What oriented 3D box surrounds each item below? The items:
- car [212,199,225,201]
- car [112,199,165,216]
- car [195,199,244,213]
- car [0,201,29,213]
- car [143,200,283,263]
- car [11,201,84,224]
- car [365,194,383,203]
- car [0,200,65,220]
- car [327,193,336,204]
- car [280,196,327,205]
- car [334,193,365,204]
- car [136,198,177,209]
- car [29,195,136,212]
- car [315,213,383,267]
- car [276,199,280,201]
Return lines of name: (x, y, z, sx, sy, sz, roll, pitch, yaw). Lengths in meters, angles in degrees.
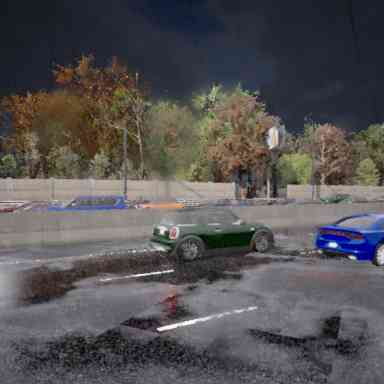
car: (5.035, 1.548, 35.180, 5.357, 1.411, 2.033, 0, 0, -31)
car: (-5.260, 1.505, 33.200, 4.892, 1.490, 1.837, 0, 0, -30)
car: (3.174, 1.548, 38.152, 5.357, 1.411, 2.033, 0, 0, -30)
car: (-10.272, 1.526, 22.140, 4.674, 1.442, 1.812, 0, 0, -31)
car: (0.819, 1.353, 12.194, 4.553, 1.767, 2.097, 0, 0, -30)
car: (-11.135, 1.492, 25.704, 4.902, 1.511, 2.128, 0, 0, -30)
car: (25.364, 1.228, 43.031, 5.566, 2.045, 2.150, 0, 0, -30)
car: (-13.629, 1.478, 28.301, 5.008, 1.535, 1.882, 0, 0, -30)
car: (20.974, 1.228, 48.570, 5.566, 2.045, 2.150, 0, 0, -30)
car: (13.436, 1.493, 40.101, 4.902, 1.511, 2.128, 0, 0, -30)
car: (21.952, 1.358, 45.090, 4.553, 1.767, 2.097, 0, 0, -30)
car: (-3.153, 1.352, 30.380, 4.553, 1.767, 2.097, 0, 0, -30)
car: (-6.579, 1.221, 20.259, 5.566, 2.045, 2.150, 0, 0, -30)
car: (6.448, 1.477, 11.437, 5.008, 1.535, 1.882, 0, 0, -30)
car: (12.052, 1.549, 43.345, 5.357, 1.411, 2.033, 0, 0, -30)
